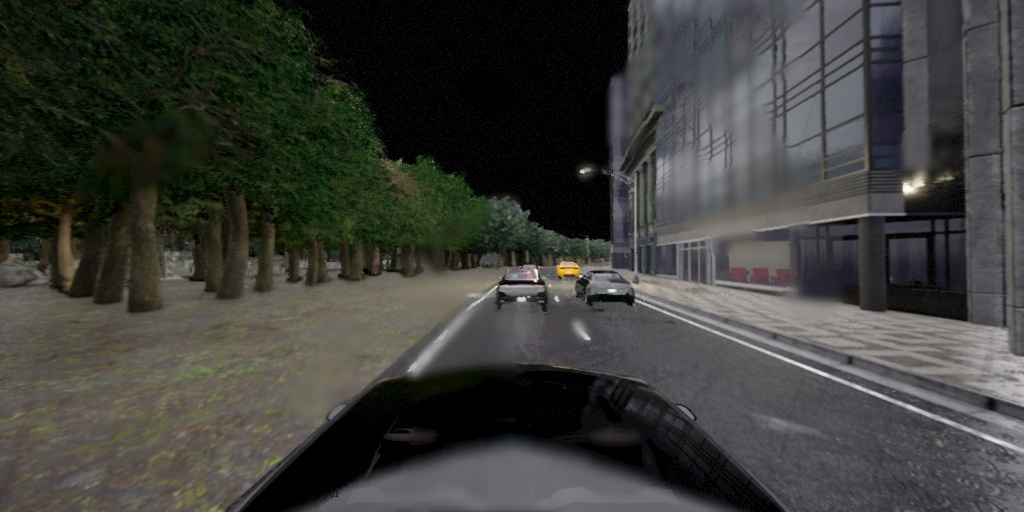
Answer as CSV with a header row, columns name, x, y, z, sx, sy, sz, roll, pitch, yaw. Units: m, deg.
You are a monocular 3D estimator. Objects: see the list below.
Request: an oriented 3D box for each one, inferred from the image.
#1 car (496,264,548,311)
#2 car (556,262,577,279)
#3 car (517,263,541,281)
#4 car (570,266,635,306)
name,x,y,z,sx,sy,sz,roll,pitch,yaw
car,0.413,1.246,14.429,2.128,1.511,4.902,0,0,2
car,5.254,1.299,33.799,1.882,1.535,5.008,0,0,6
car,1.571,1.375,32.015,1.994,1.385,4.181,0,0,5
car,3.983,1.322,15.958,1.994,1.385,4.181,0,0,2
